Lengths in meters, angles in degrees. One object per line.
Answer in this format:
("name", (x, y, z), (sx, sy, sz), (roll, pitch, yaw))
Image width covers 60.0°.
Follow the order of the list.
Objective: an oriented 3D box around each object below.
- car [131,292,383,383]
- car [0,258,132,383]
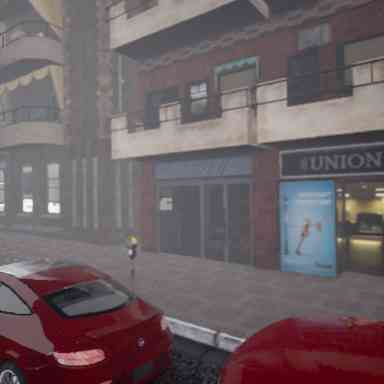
("car", (2.359, 1.319, 1.214), (5.009, 1.841, 2.192), (0, -1, 36))
("car", (-2.154, 1.571, 4.428), (4.206, 1.307, 1.802), (0, -1, 36))
